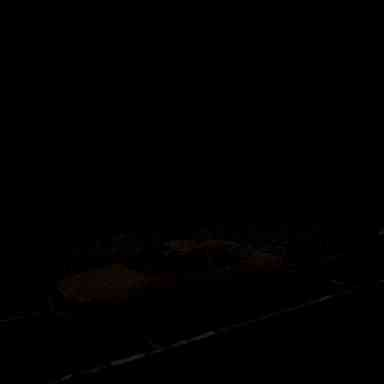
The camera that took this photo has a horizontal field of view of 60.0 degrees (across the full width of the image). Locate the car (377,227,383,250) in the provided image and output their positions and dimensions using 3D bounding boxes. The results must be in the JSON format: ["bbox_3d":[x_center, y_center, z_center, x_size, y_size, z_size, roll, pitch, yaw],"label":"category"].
[{"bbox_3d":[9.062,1.516,13.115,4.097,1.590,1.967,0,0,-36],"label":"car"}]

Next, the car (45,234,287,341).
[{"bbox_3d":[-0.196,1.543,6.507,4.829,1.417,1.752,0,0,-36],"label":"car"}]
